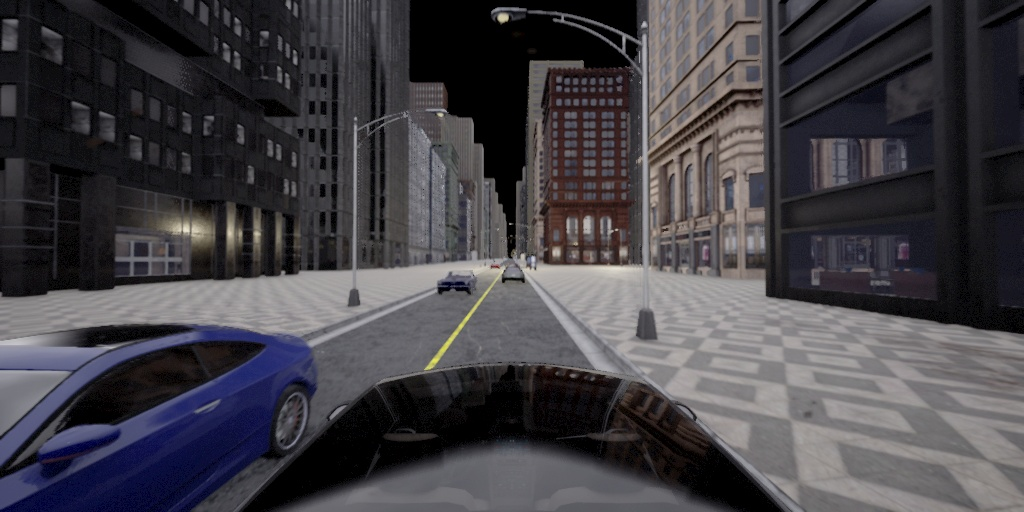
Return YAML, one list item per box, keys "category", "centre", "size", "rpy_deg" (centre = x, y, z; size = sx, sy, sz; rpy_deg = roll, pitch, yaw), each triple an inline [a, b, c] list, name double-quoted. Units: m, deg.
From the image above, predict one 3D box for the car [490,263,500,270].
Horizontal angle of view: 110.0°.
- category: "car"
  centre: [-3.002, 1.856, 64.726]
  size: [1.895, 1.301, 4.718]
  rpy_deg: [0, 0, 0]

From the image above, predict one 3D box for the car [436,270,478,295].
- category: "car"
  centre: [-3.102, 1.508, 21.054]
  size: [1.895, 1.301, 4.718]
  rpy_deg: [0, 0, 0]

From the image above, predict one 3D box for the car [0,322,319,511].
- category: "car"
  centre: [-3.108, 1.282, 2.362]
  size: [1.812, 1.442, 4.674]
  rpy_deg: [0, 0, -1]

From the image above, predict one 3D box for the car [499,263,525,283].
- category: "car"
  centre: [0.104, 1.549, 31.136]
  size: [1.994, 1.385, 4.181]
  rpy_deg: [0, 0, -1]
